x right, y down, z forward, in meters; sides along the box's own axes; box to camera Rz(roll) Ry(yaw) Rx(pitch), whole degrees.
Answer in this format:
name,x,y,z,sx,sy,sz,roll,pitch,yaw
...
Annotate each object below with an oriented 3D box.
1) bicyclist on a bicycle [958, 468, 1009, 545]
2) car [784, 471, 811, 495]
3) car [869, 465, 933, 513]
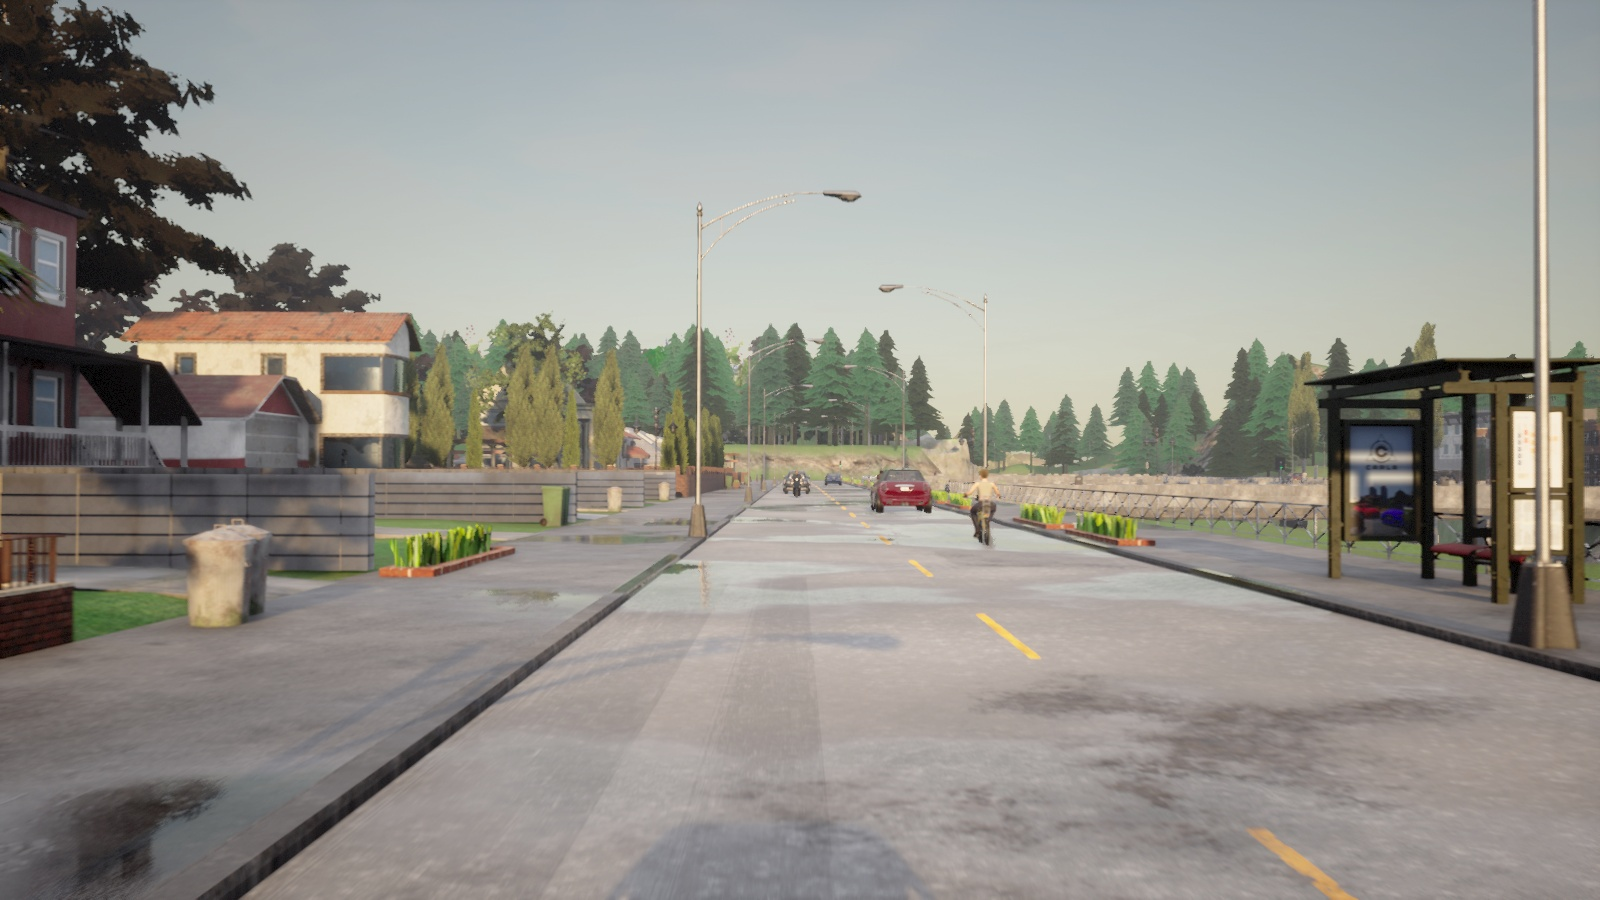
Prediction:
name,x,y,z,sx,sy,sz,roll,pitch,yaw
bicyclist on a bicycle,3.936,1.188,27.062,0.866,1.612,1.509,0,-1,0
car,-0.201,2.224,85.409,1.789,1.549,3.705,0,-1,0
car,3.885,1.475,48.807,2.097,1.767,4.553,0,-1,0
